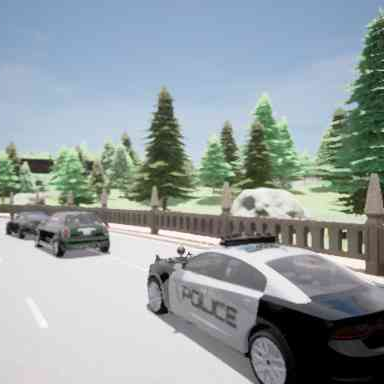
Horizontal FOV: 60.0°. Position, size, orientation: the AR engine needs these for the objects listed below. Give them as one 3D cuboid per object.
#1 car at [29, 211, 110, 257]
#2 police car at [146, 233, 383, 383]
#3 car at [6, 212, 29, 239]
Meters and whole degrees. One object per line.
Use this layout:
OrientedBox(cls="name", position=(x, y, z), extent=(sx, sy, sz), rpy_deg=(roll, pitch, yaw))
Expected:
OrientedBox(cls="car", position=(-5.358, 1.621, 14.545), extent=(2.097, 1.767, 4.553), rpy_deg=(1, -1, -38))
OrientedBox(cls="police car", position=(0.844, 1.541, 5.672), extent=(1.930, 1.638, 5.238), rpy_deg=(1, -1, -32))
OrientedBox(cls="car", position=(-9.559, 1.883, 19.646), extent=(1.812, 1.442, 4.674), rpy_deg=(1, -1, -41))
